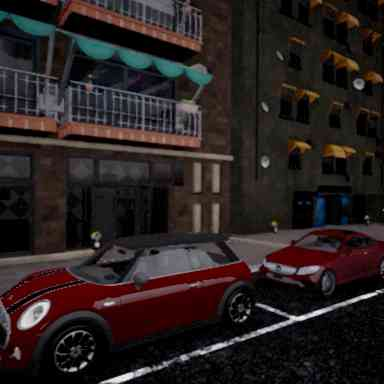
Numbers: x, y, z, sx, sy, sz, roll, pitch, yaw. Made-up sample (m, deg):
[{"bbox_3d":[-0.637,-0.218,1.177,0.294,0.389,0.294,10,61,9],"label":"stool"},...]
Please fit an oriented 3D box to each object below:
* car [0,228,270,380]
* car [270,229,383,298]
[{"bbox_3d":[-0.915,1.464,5.448,4.097,1.590,1.967,1,-1,-36],"label":"car"},{"bbox_3d":[3.638,1.664,8.697,4.206,1.307,1.802,1,0,-36],"label":"car"}]
